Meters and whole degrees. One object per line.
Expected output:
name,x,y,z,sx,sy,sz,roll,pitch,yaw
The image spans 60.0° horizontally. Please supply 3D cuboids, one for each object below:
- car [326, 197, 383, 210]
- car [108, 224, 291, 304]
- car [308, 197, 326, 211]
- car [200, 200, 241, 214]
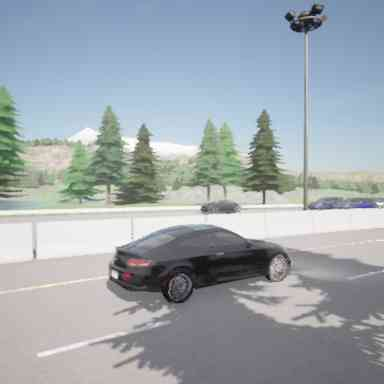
car,15.839,1.296,32.414,4.553,1.767,2.097,0,0,-23
car,0.345,1.505,8.052,4.674,1.442,1.812,0,0,-33
car,14.515,1.285,35.651,4.553,1.767,2.097,0,0,-23
car,2.964,1.482,34.044,4.181,1.385,1.994,0,0,-27
